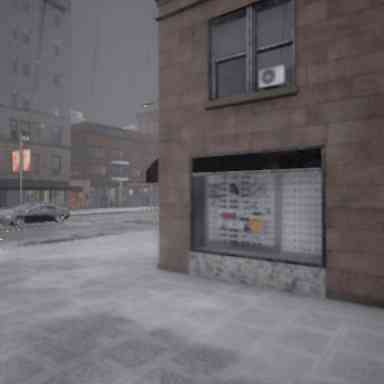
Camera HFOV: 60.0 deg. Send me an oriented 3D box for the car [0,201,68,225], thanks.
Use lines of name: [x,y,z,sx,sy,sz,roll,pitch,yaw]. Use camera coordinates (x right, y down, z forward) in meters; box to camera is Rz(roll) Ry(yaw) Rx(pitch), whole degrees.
car: [-12.476,1.555,25.862,2.128,1.511,4.902,0,0,35]

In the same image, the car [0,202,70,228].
car: [-10.755,1.549,22.679,2.128,1.511,4.902,0,0,35]
